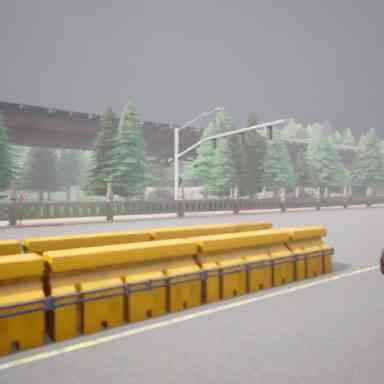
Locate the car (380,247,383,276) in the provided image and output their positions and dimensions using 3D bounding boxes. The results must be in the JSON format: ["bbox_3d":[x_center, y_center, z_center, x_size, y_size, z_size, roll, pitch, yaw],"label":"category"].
[{"bbox_3d":[6.540,1.523,8.416,4.674,1.442,1.812,0,0,-36],"label":"car"}]
